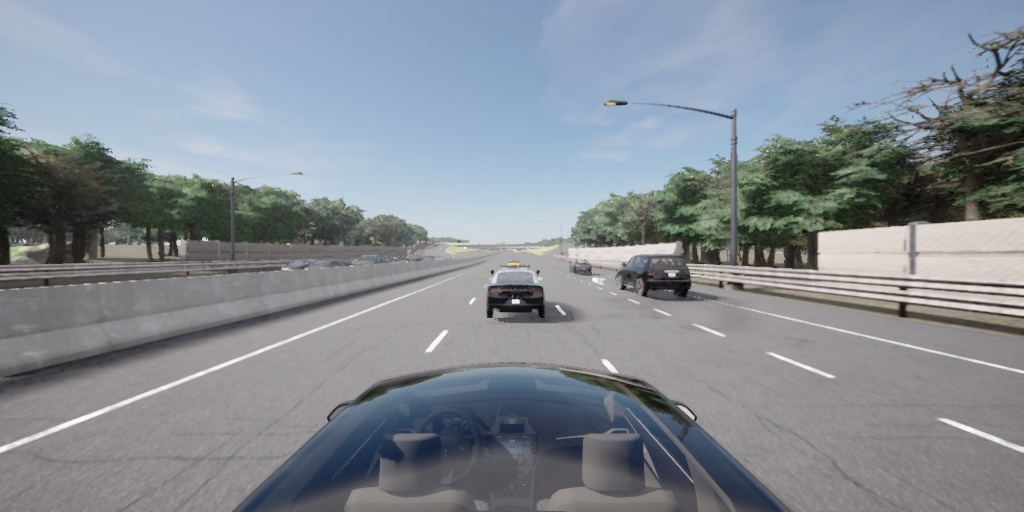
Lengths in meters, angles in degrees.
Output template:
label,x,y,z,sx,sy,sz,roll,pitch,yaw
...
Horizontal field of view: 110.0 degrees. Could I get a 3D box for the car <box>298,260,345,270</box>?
label,x,y,z,sx,sy,sz,roll,pitch,yaw
car,-17.475,1.169,33.640,1.837,1.490,4.892,0,0,1

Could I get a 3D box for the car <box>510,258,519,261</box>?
label,x,y,z,sx,sy,sz,roll,pitch,yaw
car,0.304,1.088,44.957,1.801,1.575,5.366,0,0,1

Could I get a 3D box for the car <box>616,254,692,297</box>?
label,x,y,z,sx,sy,sz,roll,pitch,yaw
car,7.145,0.930,18.608,2.150,2.045,5.566,0,0,1

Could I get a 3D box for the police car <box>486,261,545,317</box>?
label,x,y,z,sx,sy,sz,roll,pitch,yaw
police car,0.119,1.147,13.236,1.930,1.638,5.238,0,0,0

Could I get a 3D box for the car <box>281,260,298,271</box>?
label,x,y,z,sx,sy,sz,roll,pitch,yaw
car,-20.953,1.146,35.947,2.128,1.511,4.902,0,0,1

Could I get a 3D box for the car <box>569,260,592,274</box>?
label,x,y,z,sx,sy,sz,roll,pitch,yaw
car,7.248,1.144,38.276,2.128,1.511,4.902,0,0,0

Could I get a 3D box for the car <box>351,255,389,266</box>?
label,x,y,z,sx,sy,sz,roll,pitch,yaw
car,-13.963,0.878,35.566,2.150,2.045,5.566,0,0,1

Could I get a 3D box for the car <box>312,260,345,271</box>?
label,x,y,z,sx,sy,sz,roll,pitch,yaw
car,-24.343,1.220,47.784,1.895,1.301,4.718,0,0,1
